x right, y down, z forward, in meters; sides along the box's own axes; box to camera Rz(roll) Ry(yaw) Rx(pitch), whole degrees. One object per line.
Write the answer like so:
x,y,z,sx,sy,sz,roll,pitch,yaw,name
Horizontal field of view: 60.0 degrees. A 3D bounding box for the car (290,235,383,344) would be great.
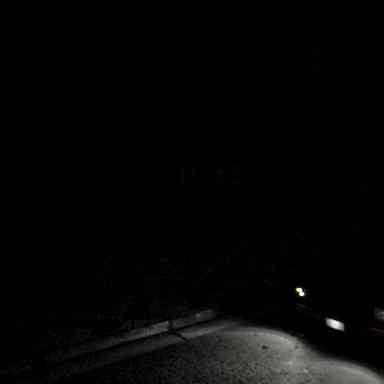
4.259,1.554,6.413,5.357,1.411,2.033,0,0,-35,car
